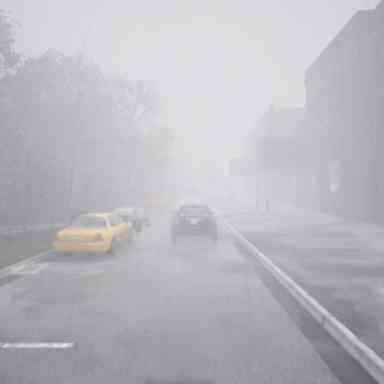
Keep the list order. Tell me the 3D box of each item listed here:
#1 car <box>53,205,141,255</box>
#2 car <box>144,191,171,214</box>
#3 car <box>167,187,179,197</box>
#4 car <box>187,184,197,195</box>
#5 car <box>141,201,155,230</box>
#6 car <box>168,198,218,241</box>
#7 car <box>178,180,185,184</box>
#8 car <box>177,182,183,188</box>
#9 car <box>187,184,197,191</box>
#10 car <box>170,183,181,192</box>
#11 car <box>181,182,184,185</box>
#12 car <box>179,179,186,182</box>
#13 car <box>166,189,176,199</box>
[{"bbox_3d":[-3.644,1.472,13.327,1.946,1.575,5.366,0,1,2],"label":"car"},{"bbox_3d":[-3.626,1.112,32.720,2.185,1.767,4.553,2,2,2],"label":"car"},{"bbox_3d":[-3.632,0.599,49.473,2.231,1.521,4.892,1,3,2],"label":"car"},{"bbox_3d":[0.003,-0.346,65.609,1.882,1.535,5.008,0,4,0],"label":"car"},{"bbox_3d":[-3.651,1.497,19.463,2.002,1.452,4.674,0,0,2],"label":"car"},{"bbox_3d":[0.101,1.343,16.666,2.097,1.767,4.553,0,0,0],"label":"car"},{"bbox_3d":[-3.642,-1.418,83.051,1.946,1.575,5.366,0,3,2],"label":"car"},{"bbox_3d":[-3.651,-0.502,66.146,2.185,1.767,4.553,0,3,2],"label":"car"},{"bbox_3d":[0.004,-1.092,76.073,2.033,1.411,5.357,0,4,0],"label":"car"},{"bbox_3d":[-3.651,-0.163,60.585,2.185,1.767,4.553,0,3,2],"label":"car"},{"bbox_3d":[-3.650,-0.717,71.739,2.231,1.521,4.892,0,3,2],"label":"car"},{"bbox_3d":[-3.647,-2.067,94.018,2.163,1.488,4.792,0,3,2],"label":"car"},{"bbox_3d":[-3.629,0.847,43.739,1.946,1.575,5.366,1,2,2],"label":"car"}]
